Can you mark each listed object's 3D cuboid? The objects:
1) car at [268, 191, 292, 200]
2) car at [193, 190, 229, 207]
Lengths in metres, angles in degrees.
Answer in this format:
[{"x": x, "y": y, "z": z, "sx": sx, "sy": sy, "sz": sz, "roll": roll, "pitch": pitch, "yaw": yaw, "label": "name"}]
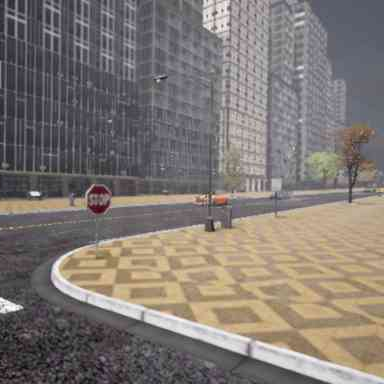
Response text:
[{"x": 13.475, "y": 0.534, "z": 50.643, "sx": 2.033, "sy": 1.411, "sz": 5.357, "roll": 2, "pitch": 2, "yaw": 36, "label": "car"}, {"x": 2.107, "y": 0.577, "z": 35.363, "sx": 2.097, "sy": 1.767, "sz": 4.553, "roll": 2, "pitch": 2, "yaw": 36, "label": "car"}]
